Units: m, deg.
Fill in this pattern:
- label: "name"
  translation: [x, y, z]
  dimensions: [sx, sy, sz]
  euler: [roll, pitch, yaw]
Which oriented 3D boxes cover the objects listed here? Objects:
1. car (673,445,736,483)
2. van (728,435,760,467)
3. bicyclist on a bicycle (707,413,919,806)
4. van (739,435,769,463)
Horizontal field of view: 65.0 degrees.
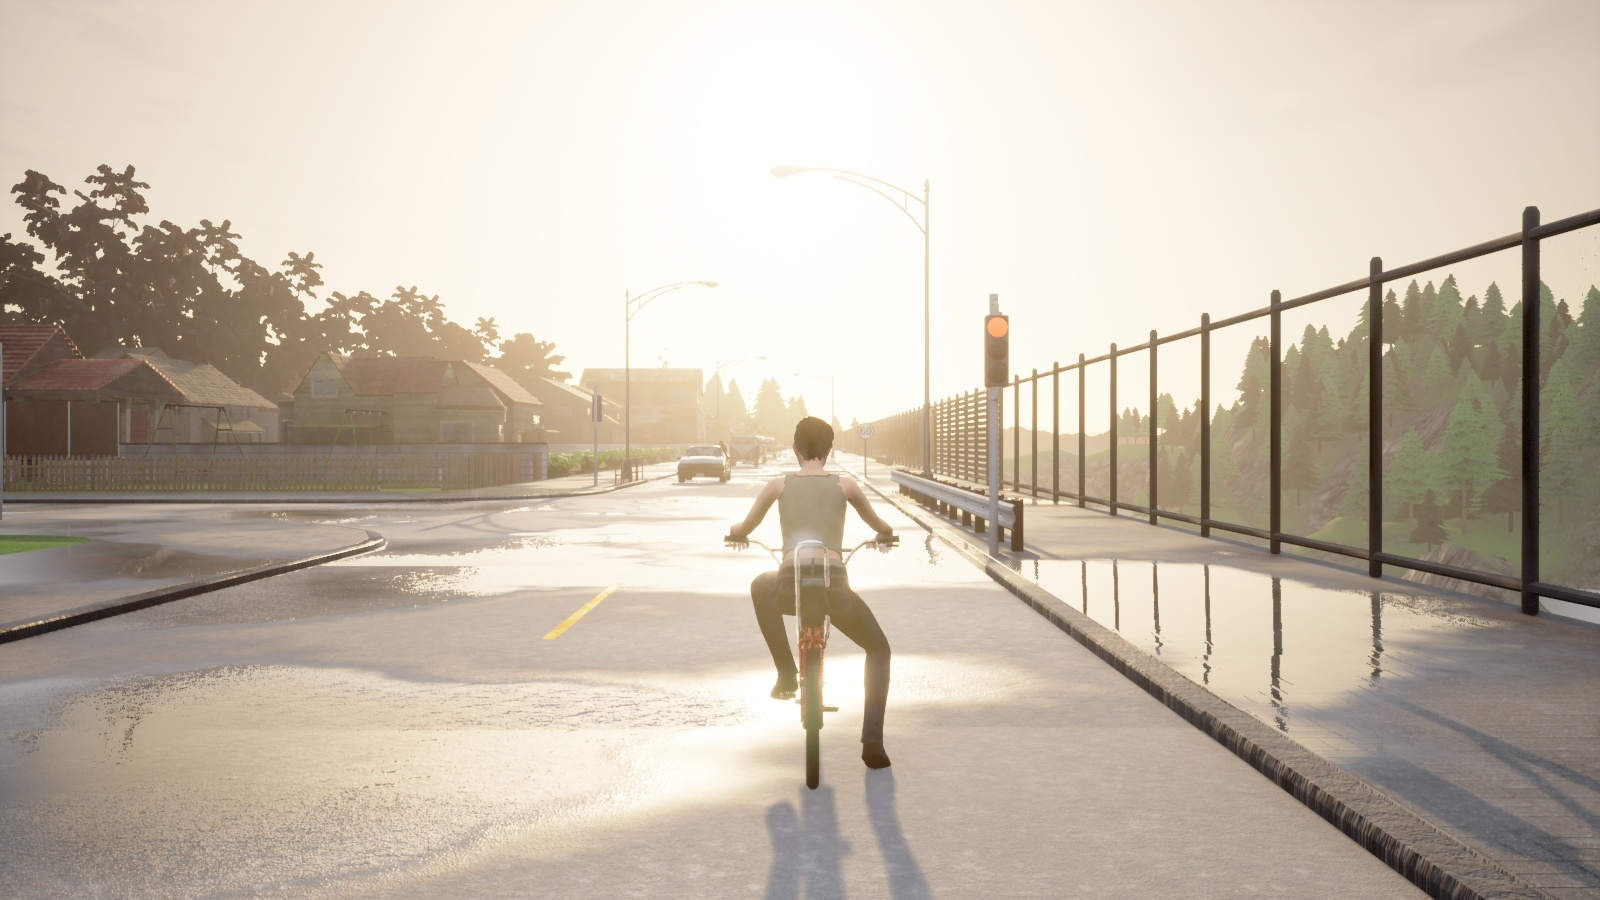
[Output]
- label: "car"
  translation: [-3.690, 0.513, 49.200]
  dimensions: [2.033, 1.411, 5.357]
  euler: [0, 0, 0]
- label: "van"
  translation: [-3.511, 0.048, 79.540]
  dimensions: [1.775, 1.987, 4.442]
  euler: [0, 0, 0]
- label: "bicyclist on a bicycle"
  translation: [0.056, 0.650, 5.898]
  dimensions: [0.866, 1.612, 1.509]
  euler: [0, 0, 0]
- label: "van"
  translation: [-3.431, -0.063, 94.008]
  dimensions: [2.069, 2.038, 4.480]
  euler: [0, 0, 0]
